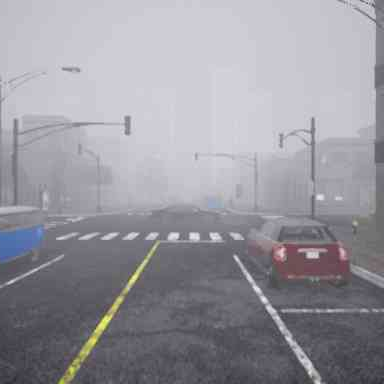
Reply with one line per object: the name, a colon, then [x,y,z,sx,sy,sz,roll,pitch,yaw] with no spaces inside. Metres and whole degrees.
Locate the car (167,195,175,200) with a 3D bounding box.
car: [-5.707,1.583,91.437,1.887,1.381,4.507,0,0,0]

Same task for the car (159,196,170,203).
car: [-5.703,1.554,69.351,1.887,1.381,4.507,0,0,0]

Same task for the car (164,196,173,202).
car: [-5.705,1.567,80.393,1.887,1.381,4.507,0,0,0]

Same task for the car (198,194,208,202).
car: [2.675,1.337,80.378,2.192,1.841,5.009,0,0,0]

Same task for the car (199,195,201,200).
car: [2.679,1.543,58.289,1.887,1.381,4.507,0,0,0]

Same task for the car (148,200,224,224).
car: [-0.448,1.533,24.091,5.357,1.411,2.033,0,0,0]

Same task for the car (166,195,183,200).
car: [-3.056,1.476,58.232,1.882,1.535,5.008,0,0,0]

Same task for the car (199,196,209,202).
car: [2.676,1.581,74.855,1.947,1.339,4.313,0,0,0]

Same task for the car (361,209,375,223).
car: [13.466,1.414,21.292,4.829,1.417,1.752,0,1,0]

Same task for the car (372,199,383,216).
car: [18.887,1.357,29.634,4.829,1.417,1.752,0,1,0]

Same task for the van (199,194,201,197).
van: [2.678,1.345,63.812,1.690,1.788,3.998,0,0,0]

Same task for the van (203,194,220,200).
van: [2.681,1.330,41.725,1.690,1.788,3.998,0,0,0]

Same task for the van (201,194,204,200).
van: [2.679,1.335,52.768,1.690,1.788,3.998,0,0,0]

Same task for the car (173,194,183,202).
car: [-3.012,1.362,73.586,2.097,1.767,4.553,0,0,0]

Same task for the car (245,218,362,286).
car: [2.687,1.433,9.345,1.967,1.590,4.097,0,0,0]

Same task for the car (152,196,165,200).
car: [-5.700,1.519,52.614,1.752,1.417,4.829,0,0,0]

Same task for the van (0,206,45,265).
van: [-5.693,1.334,9.363,1.690,1.788,3.998,0,0,0]
